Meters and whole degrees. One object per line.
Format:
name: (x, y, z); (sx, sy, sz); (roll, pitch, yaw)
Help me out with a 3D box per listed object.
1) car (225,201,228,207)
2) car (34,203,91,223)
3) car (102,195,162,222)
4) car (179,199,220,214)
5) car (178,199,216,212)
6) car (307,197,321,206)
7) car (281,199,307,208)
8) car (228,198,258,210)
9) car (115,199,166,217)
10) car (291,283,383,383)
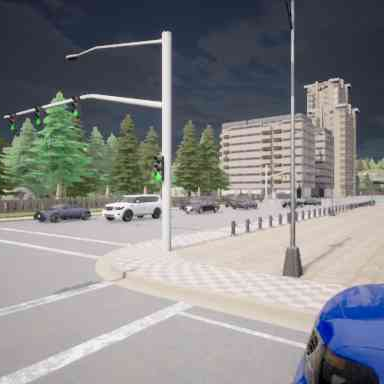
car: (6.524, 1.577, 48.792); (1.994, 1.385, 4.181); (0, 0, 36)
car: (-9.939, 1.577, 25.766); (1.994, 1.385, 4.181); (0, 0, 35)
car: (-4.646, 1.232, 27.160); (2.150, 2.045, 5.566); (0, 0, 35)
car: (1.118, 1.503, 35.240); (2.128, 1.511, 4.902); (0, 0, 36)
car: (0.700, 1.560, 40.683); (2.033, 1.411, 5.357); (0, 0, 36)
car: (20.227, 1.573, 55.680); (1.994, 1.385, 4.181); (0, 0, 35)
car: (14.444, 1.610, 47.569); (1.895, 1.301, 4.718); (0, 0, 35)
car: (6.943, 1.575, 43.383); (1.994, 1.385, 4.181); (0, 0, 36)
car: (-4.976, 1.504, 32.726); (2.128, 1.511, 4.902); (0, 0, 35)
car: (3.359, 1.220, 1.570); (5.566, 2.045, 2.150); (0, 0, 36)
